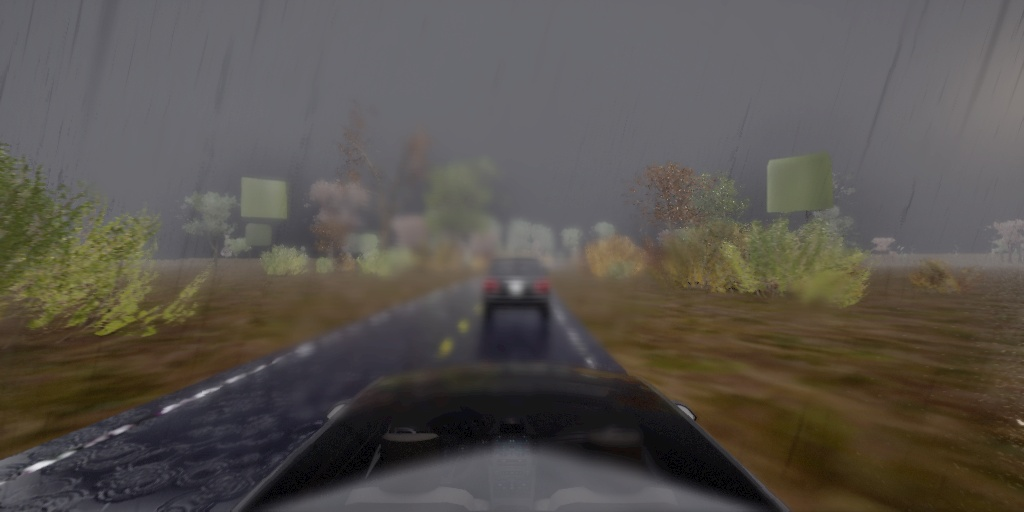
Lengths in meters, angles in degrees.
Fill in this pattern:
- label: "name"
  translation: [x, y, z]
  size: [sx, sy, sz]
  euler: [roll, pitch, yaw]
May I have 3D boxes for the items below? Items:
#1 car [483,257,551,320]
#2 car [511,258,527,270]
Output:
- label: "car"
  translation: [0.222, 1.040, 13.182]
  size: [2.150, 2.045, 5.566]
  euler: [0, 0, 2]
- label: "car"
  translation: [1.247, 1.332, 60.905]
  size: [2.150, 2.045, 5.566]
  euler: [0, 0, 9]
